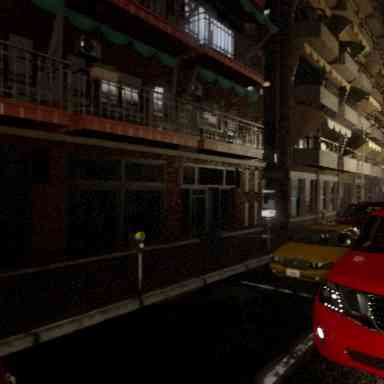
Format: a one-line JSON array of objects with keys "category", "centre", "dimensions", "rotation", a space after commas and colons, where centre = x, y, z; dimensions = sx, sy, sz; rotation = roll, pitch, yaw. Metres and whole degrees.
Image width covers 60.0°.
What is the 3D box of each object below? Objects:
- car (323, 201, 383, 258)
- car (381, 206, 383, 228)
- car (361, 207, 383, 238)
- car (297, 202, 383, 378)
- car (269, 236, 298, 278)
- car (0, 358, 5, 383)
[{"category": "car", "centre": [7.393, 1.351, 13.870], "dimensions": [2.192, 1.841, 5.009], "rotation": [0, 0, 39]}, {"category": "car", "centre": [14.334, 1.646, 22.471], "dimensions": [2.008, 1.369, 4.403], "rotation": [0, 0, 39]}, {"category": "car", "centre": [10.863, 1.616, 18.170], "dimensions": [2.008, 1.369, 4.403], "rotation": [0, 0, 39]}, {"category": "car", "centre": [3.824, 1.245, 5.304], "dimensions": [2.150, 2.045, 5.566], "rotation": [1, 0, 39]}, {"category": "car", "centre": [3.814, 1.532, 9.437], "dimensions": [1.752, 1.417, 4.829], "rotation": [1, 0, 39]}, {"category": "car", "centre": [-3.022, 1.496, 0.968], "dimensions": [1.887, 1.381, 4.507], "rotation": [1, 0, 39]}]
